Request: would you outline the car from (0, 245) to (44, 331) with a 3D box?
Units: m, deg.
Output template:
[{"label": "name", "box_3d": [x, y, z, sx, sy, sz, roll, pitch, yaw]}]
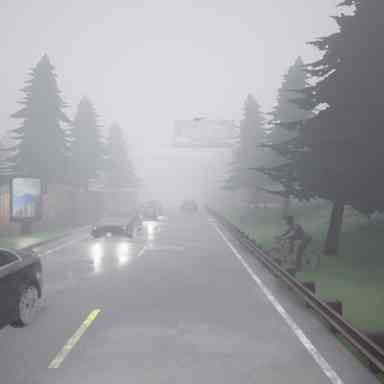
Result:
[{"label": "car", "box_3d": [-3.633, 1.492, 4.216, 2.128, 1.511, 4.902, 0, 0, -1]}]

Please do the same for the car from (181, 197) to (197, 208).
[{"label": "car", "box_3d": [-0.436, 1.492, 48.638, 2.128, 1.511, 4.902, 0, 0, -1]}]

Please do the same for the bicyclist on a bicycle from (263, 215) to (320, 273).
[{"label": "bicyclist on a bicycle", "box_3d": [2.862, 1.496, 9.450, 1.656, 1.620, 0.582, 4, 3, -2]}]

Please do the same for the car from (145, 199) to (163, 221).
[{"label": "car", "box_3d": [-3.794, 1.564, 27.392, 1.994, 1.385, 4.181, 0, 0, -1]}]

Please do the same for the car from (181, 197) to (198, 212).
[{"label": "car", "box_3d": [-0.319, 1.564, 38.634, 1.994, 1.385, 4.181, 0, 0, -1]}]

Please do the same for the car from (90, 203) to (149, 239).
[{"label": "car", "box_3d": [-3.783, 1.547, 17.693, 2.033, 1.411, 5.357, 0, 0, -1]}]
